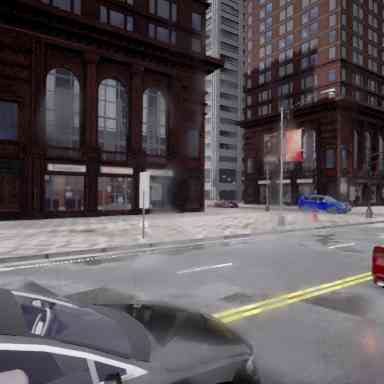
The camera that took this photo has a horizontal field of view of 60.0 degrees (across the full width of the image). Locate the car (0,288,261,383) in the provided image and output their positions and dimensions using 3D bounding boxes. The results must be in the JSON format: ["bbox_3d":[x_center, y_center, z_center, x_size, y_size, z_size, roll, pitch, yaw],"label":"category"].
[{"bbox_3d":[-1.602,1.492,2.303,4.902,1.511,2.128,0,0,-35],"label":"car"}]

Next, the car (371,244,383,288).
[{"bbox_3d":[6.227,1.488,7.875,5.008,1.535,1.882,0,0,-35],"label":"car"}]

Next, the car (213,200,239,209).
[{"bbox_3d":[4.956,1.806,48.917,1.994,1.385,4.181,1,-1,-35],"label":"car"}]

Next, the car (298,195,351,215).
[{"bbox_3d":[14.180,1.391,35.950,2.150,2.045,5.566,1,-1,-35],"label":"car"}]
